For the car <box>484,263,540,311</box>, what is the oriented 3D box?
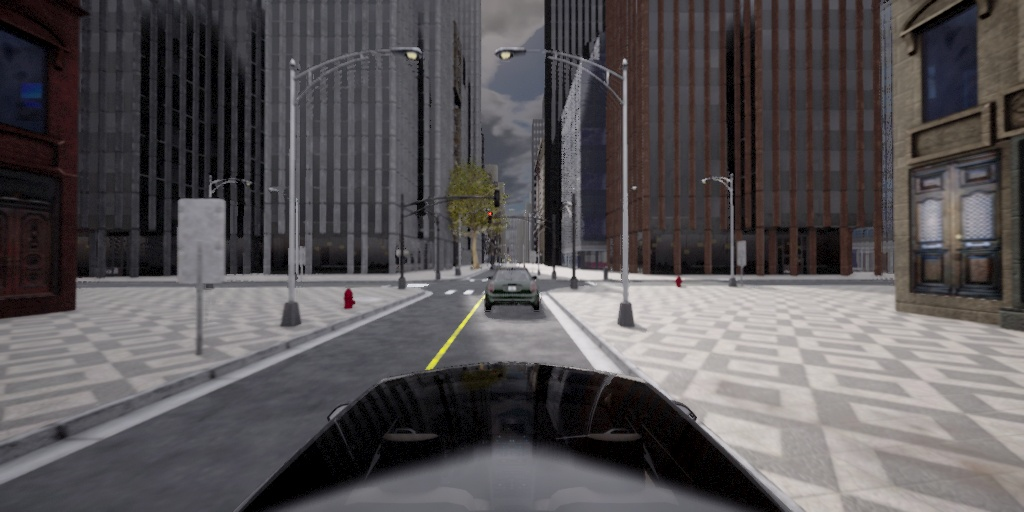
[{"bbox_3d":[0.026,1.237,15.290,2.097,1.767,4.553,0,-1,0],"label":"car"}]
